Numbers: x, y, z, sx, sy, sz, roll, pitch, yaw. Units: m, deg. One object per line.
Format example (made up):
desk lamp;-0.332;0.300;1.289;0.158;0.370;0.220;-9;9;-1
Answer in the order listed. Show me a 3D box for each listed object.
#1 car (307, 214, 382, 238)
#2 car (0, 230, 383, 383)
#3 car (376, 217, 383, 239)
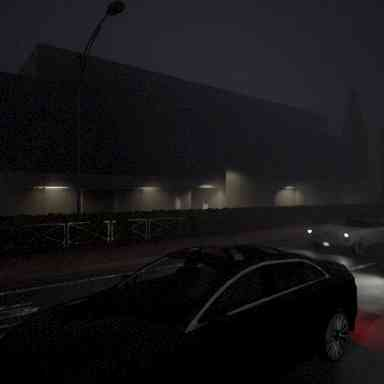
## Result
car;6.670;1.601;13.530;4.718;1.301;1.895;0;0;-37
car;0.257;1.492;4.172;4.902;1.511;2.128;0;0;-39
car;7.605;1.505;9.842;4.892;1.490;1.837;0;0;-37
